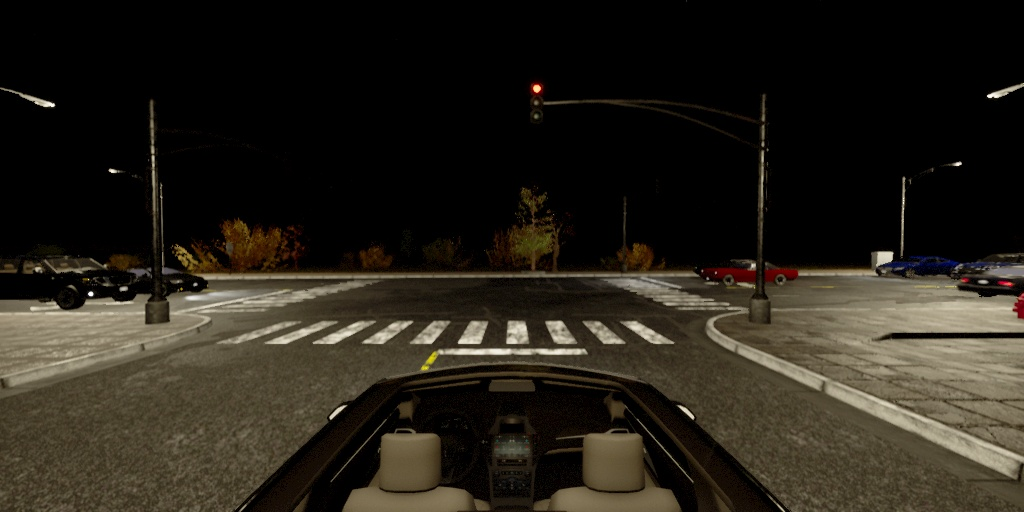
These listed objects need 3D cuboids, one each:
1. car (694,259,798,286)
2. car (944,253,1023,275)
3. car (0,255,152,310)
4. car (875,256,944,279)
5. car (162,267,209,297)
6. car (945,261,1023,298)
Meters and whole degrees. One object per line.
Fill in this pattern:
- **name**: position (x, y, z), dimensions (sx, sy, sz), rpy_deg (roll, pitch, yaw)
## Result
- **car**: position (13.562, 0.986, 20.798), dimensions (4.718, 1.301, 1.895), rpy_deg (0, 1, 0)
- **car**: position (28.655, 0.646, 20.681), dimensions (4.553, 1.767, 2.097), rpy_deg (0, 1, 0)
- **car**: position (-18.277, 0.979, 14.344), dimensions (5.566, 2.045, 2.150), rpy_deg (0, 1, 0)
- **car**: position (27.198, 0.748, 23.947), dimensions (4.674, 1.442, 1.812), rpy_deg (-1, 1, 1)
- **car**: position (-17.522, 1.234, 17.598), dimensions (4.181, 1.385, 1.994), rpy_deg (0, 1, 0)
- **car**: position (21.048, 1.056, 14.089), dimensions (5.357, 1.411, 2.033), rpy_deg (0, 1, 1)
